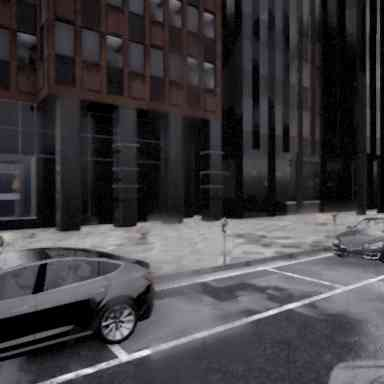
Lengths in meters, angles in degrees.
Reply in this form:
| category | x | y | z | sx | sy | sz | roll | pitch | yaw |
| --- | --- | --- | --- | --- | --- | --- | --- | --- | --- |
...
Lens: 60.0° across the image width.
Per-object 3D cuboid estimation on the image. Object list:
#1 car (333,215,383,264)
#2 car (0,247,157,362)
| category | x | y | z | sx | sy | sz | roll | pitch | yaw |
| --- | --- | --- | --- | --- | --- | --- | --- | --- | --- |
| car | 6.554 | 1.497 | 11.323 | 4.403 | 1.369 | 2.008 | 0 | 0 | -35 |
| car | -2.580 | 1.563 | 4.808 | 4.313 | 1.339 | 1.947 | 0 | 0 | -35 |
